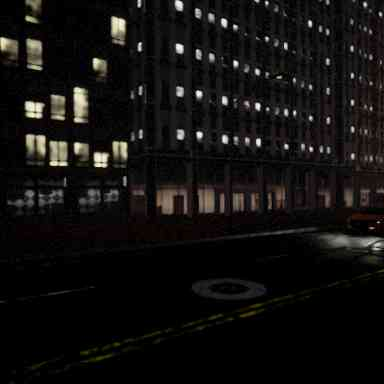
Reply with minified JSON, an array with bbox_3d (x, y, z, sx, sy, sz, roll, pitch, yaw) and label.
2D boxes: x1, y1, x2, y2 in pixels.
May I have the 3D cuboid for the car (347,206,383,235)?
[{"bbox_3d":[11.083,1.548,19.512,5.008,1.535,1.882,1,0,-35],"label":"car"}]
